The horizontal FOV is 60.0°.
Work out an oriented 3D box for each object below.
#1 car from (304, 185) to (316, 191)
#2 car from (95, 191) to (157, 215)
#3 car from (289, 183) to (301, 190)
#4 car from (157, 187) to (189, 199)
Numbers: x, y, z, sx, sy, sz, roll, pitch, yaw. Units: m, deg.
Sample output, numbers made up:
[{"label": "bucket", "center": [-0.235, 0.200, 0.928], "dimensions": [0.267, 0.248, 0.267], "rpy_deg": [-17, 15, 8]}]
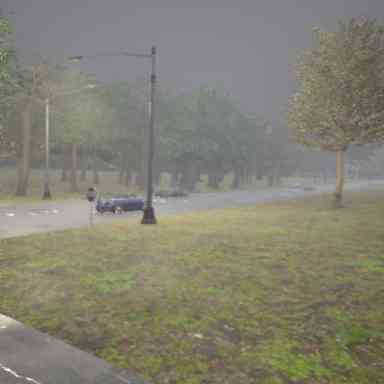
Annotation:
[{"label": "car", "center": [27.173, -0.955, 76.150], "dimensions": [1.895, 1.301, 4.718], "rpy_deg": [4, 4, 30]}, {"label": "car", "center": [-5.299, 0.728, 26.293], "dimensions": [2.097, 1.767, 4.553], "rpy_deg": [4, 4, 35]}, {"label": "car", "center": [25.122, -1.372, 80.750], "dimensions": [1.812, 1.442, 4.674], "rpy_deg": [4, 4, 35]}, {"label": "car", "center": [-2.475, 0.106, 42.253], "dimensions": [2.033, 1.411, 5.357], "rpy_deg": [4, 4, 35]}]
